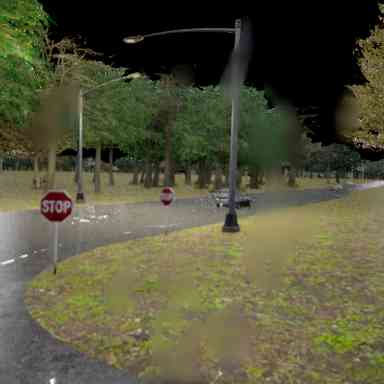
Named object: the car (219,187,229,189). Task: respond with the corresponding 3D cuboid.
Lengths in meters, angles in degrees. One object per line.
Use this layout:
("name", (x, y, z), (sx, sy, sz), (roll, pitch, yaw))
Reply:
("car", (4.185, 0.171, 41.934), (1.837, 1.490, 4.892), (4, 5, 35))

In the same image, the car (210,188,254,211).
("car", (3.861, 0.767, 29.451), (2.128, 1.511, 4.902), (4, 4, 35))

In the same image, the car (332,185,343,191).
("car", (32.740, -0.940, 74.829), (1.994, 1.385, 4.181), (4, 4, 30))
